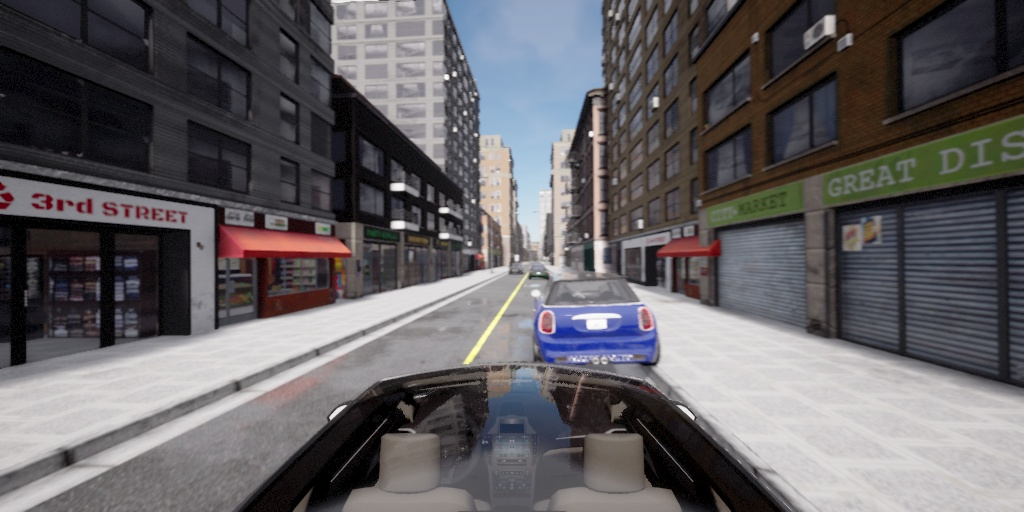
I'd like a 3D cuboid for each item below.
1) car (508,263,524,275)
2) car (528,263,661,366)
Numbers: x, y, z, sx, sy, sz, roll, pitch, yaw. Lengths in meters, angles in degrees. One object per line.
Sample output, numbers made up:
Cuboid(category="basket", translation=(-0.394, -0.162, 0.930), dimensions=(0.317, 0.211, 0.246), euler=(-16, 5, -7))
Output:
Cuboid(category="car", translation=(0.568, 1.686, 46.536), dimensions=(1.837, 1.490, 4.892), euler=(-1, -1, 4))
Cuboid(category="car", translation=(1.496, 1.117, 7.807), dimensions=(2.097, 1.767, 4.553), euler=(-3, -1, 4))
